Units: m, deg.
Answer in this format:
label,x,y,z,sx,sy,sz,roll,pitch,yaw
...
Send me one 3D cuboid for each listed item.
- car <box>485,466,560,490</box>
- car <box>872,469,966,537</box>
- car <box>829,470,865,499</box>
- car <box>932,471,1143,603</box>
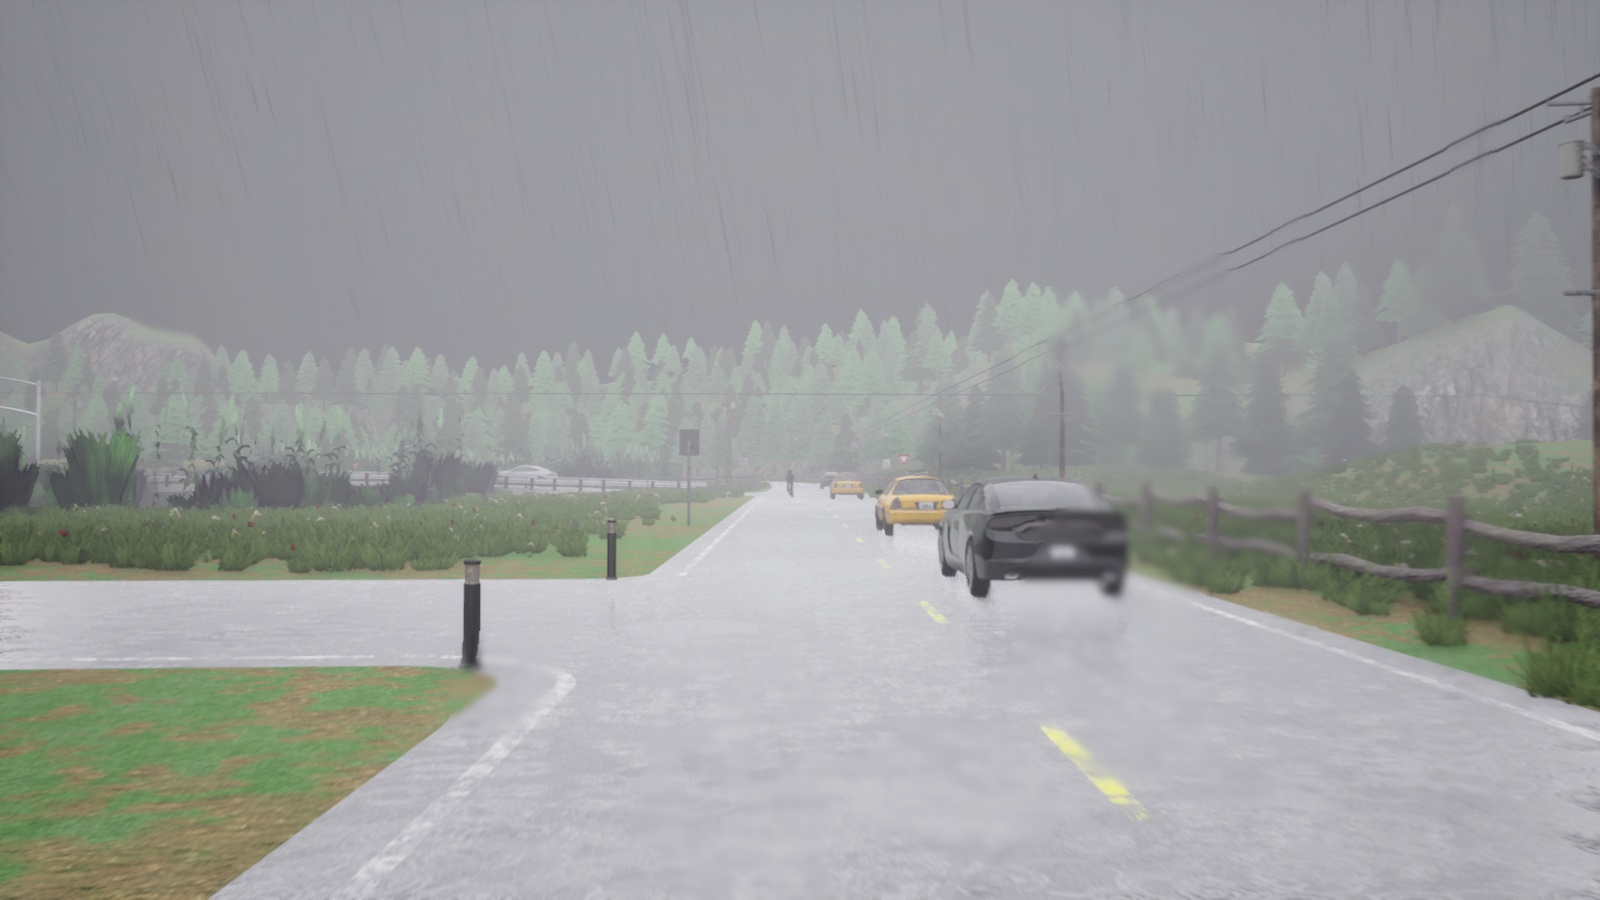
label,x,y,z,sx,sy,sz,roll,pitch,yaw
car,-18.983,1.897,85.937,4.674,1.442,1.812,2,-1,2
car,2.914,1.268,31.736,1.801,1.575,5.366,0,-1,-1
car,2.596,1.914,70.438,1.801,1.575,5.366,0,-1,0
car,3.045,1.064,17.222,1.882,1.535,5.008,0,-1,-1
